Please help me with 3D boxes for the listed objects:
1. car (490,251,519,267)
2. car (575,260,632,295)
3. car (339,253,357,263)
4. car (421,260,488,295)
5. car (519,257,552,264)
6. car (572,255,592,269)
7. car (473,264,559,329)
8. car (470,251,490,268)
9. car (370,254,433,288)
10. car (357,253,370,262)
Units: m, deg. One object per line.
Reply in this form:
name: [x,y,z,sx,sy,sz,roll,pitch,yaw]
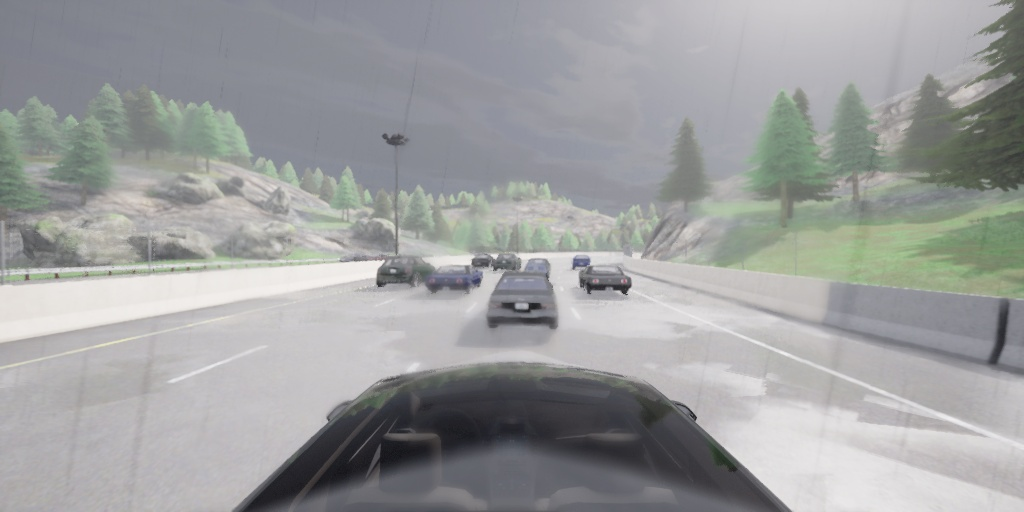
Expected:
car: [-0.349,0.526,34.624,2.097,1.767,4.553,0,1,10]
car: [4.381,1.078,17.577,1.895,1.301,4.718,0,1,5]
car: [-22.218,0.362,50.591,2.128,1.511,4.902,0,1,14]
car: [-2.640,1.070,17.627,1.895,1.301,4.718,0,1,5]
car: [2.032,0.847,27.618,2.033,1.411,5.357,0,1,8]
car: [7.549,0.590,38.694,1.882,1.535,5.008,0,1,12]
car: [0.364,1.141,10.643,2.033,1.411,5.357,0,1,3]
car: [-2.986,0.563,39.560,1.882,1.535,5.008,0,1,11]
car: [-5.858,0.767,20.443,2.097,1.767,4.553,0,1,6]
car: [-18.852,0.418,49.640,1.812,1.442,4.674,0,1,14]
